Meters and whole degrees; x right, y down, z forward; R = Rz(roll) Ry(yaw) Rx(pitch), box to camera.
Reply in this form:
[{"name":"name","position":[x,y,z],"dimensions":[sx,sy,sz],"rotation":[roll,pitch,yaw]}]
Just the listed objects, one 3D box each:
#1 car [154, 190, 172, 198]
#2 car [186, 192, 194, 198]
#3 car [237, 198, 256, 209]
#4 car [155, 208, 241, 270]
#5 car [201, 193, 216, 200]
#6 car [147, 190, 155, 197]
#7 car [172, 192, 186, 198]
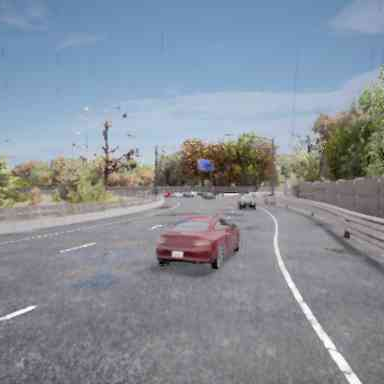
[{"name":"car","position":[-7.569,0.840,86.701],"dimensions":[1.994,1.385,4.181],"rotation":[0,0,-23]},{"name":"car","position":[-1.107,0.829,89.383],"dimensions":[2.128,1.511,4.902],"rotation":[0,0,-23]},{"name":"car","position":[6.358,1.338,39.298],"dimensions":[1.895,1.301,4.718],"rotation":[0,0,4]},{"name":"car","position":[0.372,1.445,10.817],"dimensions":[1.812,1.442,4.674],"rotation":[1,1,19]},{"name":"car","position":[3.665,0.996,74.138],"dimensions":[2.033,1.411,5.357],"rotation":[0,0,-14]},{"name":"car","position":[-11.186,0.346,94.980],"dimensions":[2.150,2.045,5.566],"rotation":[0,0,-27]},{"name":"car","position":[-4.072,0.904,87.392],"dimensions":[1.895,1.301,4.718],"rotation":[0,0,-23]}]
